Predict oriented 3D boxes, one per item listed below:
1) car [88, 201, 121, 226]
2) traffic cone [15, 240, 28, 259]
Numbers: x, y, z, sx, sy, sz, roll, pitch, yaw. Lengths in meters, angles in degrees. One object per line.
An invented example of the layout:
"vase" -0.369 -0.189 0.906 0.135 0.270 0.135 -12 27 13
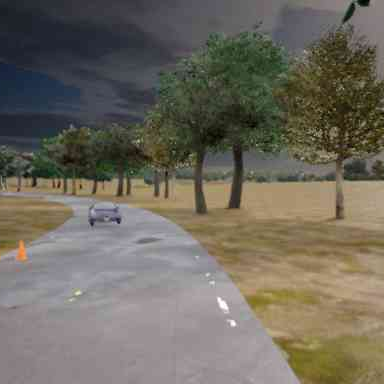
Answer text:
"car" -5.781 1.326 21.850 1.812 1.442 4.674 0 1 -19
"traffic cone" -5.530 1.858 10.780 0.340 0.580 0.340 0 0 -7
